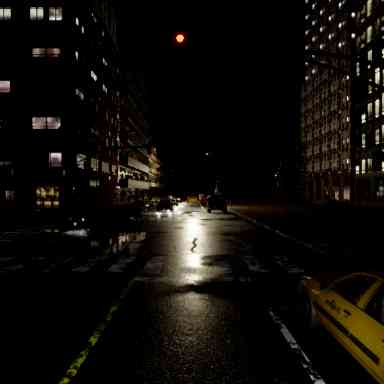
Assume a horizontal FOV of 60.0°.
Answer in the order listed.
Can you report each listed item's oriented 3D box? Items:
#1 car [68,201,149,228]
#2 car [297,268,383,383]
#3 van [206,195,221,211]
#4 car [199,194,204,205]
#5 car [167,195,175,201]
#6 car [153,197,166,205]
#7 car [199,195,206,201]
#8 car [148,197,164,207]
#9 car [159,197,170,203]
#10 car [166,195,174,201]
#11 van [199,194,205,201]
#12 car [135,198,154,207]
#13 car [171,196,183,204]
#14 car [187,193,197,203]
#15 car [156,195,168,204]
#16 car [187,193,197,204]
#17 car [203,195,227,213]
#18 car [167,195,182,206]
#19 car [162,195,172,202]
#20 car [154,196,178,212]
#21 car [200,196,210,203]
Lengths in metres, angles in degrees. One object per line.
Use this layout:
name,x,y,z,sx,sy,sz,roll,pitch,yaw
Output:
car,-5.787,1.602,23.194,2.033,1.411,5.357,0,1,38
car,2.686,1.525,4.129,1.752,1.417,4.829,0,0,0
van,2.684,1.357,41.898,1.690,1.788,3.998,0,0,0
car,2.683,1.353,58.478,2.192,1.841,5.009,0,0,0
car,-5.697,1.642,91.637,1.887,1.381,4.507,0,0,0
car,-5.696,1.582,58.477,1.887,1.381,4.507,0,0,0
car,2.684,1.611,86.281,1.752,1.417,4.829,0,0,0
car,-5.695,1.580,52.951,2.008,1.369,4.403,0,0,0
car,-5.696,1.637,69.532,1.802,1.307,4.206,0,0,0
car,-5.696,1.611,85.941,1.752,1.417,4.829,0,0,0
van,2.682,1.439,91.637,1.690,1.788,3.998,0,0,0
car,-5.694,1.562,36.371,2.008,1.369,4.403,0,0,0
car,-3.014,1.601,68.338,2.033,1.411,5.357,0,0,0
car,0.000,1.291,75.861,2.150,2.045,5.566,0,0,0
car,-5.697,1.487,64.005,1.967,1.590,4.097,0,0,0
car,0.098,1.526,65.386,1.882,1.535,5.008,0,0,0
car,2.684,1.326,36.372,2.192,1.841,5.009,0,0,0
car,-3.069,1.521,52.482,2.128,1.511,4.902,0,0,0
car,-5.697,1.505,75.058,1.967,1.590,4.097,0,0,0
car,-3.094,1.562,39.639,2.033,1.411,5.357,0,0,0
car,2.684,1.600,69.532,1.887,1.381,4.507,0,0,0
